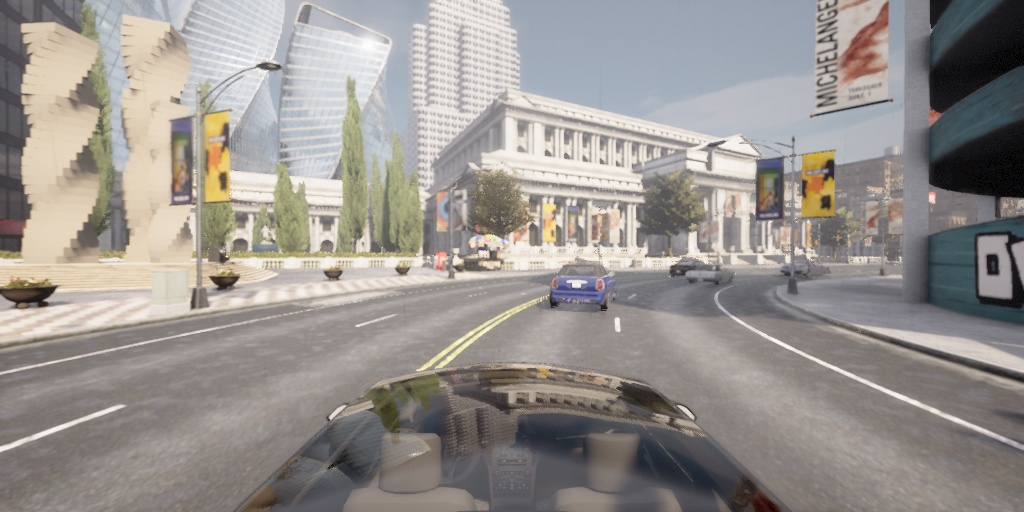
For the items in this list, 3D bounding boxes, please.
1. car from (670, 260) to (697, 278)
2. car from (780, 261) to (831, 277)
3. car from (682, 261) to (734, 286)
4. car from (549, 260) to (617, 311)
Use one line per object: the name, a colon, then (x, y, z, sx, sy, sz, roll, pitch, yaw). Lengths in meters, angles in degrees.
car: (15.459, 1.100, 30.642, 5.008, 1.535, 1.882, 0, 0, -38)
car: (27.468, 1.177, 33.562, 5.357, 1.411, 2.033, 0, 0, -26)
car: (13.741, 1.253, 24.694, 1.895, 1.301, 4.718, 0, 0, 45)
car: (3.012, 1.038, 14.546, 2.097, 1.767, 4.553, 0, 0, 20)
